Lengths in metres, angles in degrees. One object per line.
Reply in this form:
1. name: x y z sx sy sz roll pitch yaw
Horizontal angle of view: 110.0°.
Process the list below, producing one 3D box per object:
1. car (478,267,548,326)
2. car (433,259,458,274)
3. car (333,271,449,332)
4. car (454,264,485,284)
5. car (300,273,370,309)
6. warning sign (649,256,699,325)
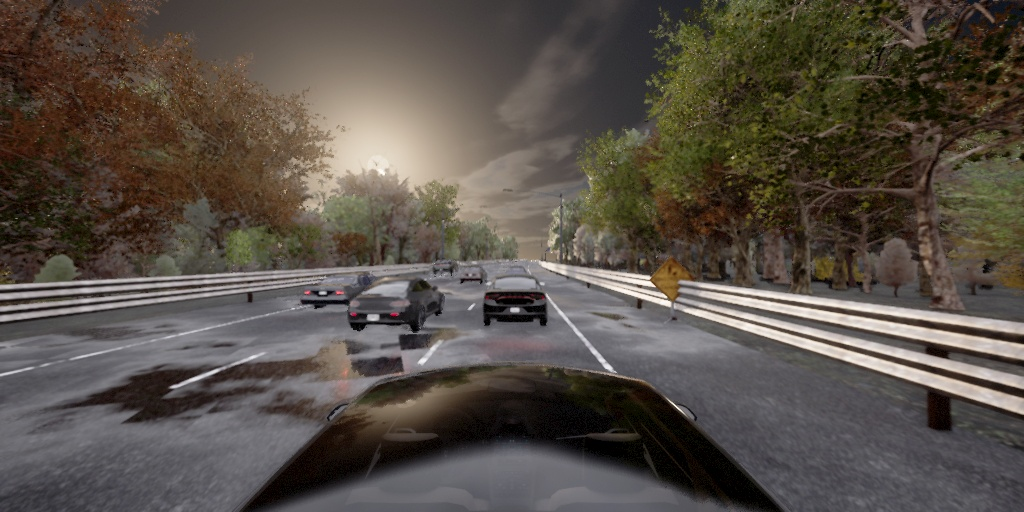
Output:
1. car: 0.118 1.321 12.157 1.882 1.535 5.008 0 0 1
2. car: -6.542 1.100 35.640 2.128 1.511 4.902 -4 -1 1
3. car: -3.397 1.361 11.153 1.812 1.442 4.674 0 0 1
4. car: -3.144 1.548 30.114 2.033 1.411 5.357 0 0 1
5. car: -6.856 1.423 15.590 2.033 1.411 5.357 0 0 1
6. warning sign: 4.580 0.942 10.202 1.300 1.860 1.060 0 0 0
